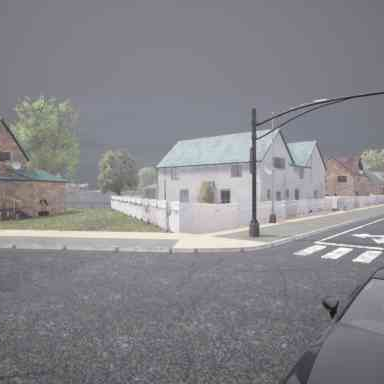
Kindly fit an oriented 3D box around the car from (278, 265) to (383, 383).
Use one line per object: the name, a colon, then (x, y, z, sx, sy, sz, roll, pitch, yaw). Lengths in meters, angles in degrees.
car: (2.512, 1.524, 3.380, 1.812, 1.442, 4.674, 0, 0, 42)
